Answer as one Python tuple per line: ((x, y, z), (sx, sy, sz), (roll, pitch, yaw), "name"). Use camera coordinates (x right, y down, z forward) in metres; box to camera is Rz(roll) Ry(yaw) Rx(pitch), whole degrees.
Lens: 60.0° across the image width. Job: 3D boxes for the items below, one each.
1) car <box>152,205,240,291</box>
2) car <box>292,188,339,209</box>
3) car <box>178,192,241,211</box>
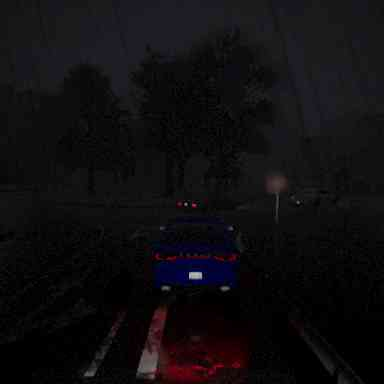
((0.117, 1.383, 8.880), (1.882, 1.535, 5.008), (0, 2, 1), "car")
((9.753, 0.422, 26.322), (4.674, 1.442, 1.812), (-4, 6, -39), "car")
((1.295, 0.694, 23.265), (2.033, 1.411, 5.357), (4, 6, 42), "car")
